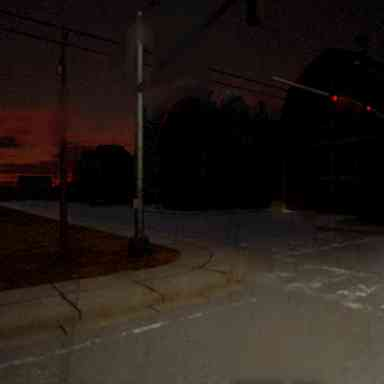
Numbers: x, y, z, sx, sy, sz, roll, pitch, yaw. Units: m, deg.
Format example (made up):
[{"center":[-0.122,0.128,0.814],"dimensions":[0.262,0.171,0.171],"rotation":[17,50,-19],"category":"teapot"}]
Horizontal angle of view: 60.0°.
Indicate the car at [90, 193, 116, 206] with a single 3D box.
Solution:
[{"center":[-13.577,1.106,50.746],"dimensions":[3.866,1.878,1.905],"rotation":[-2,5,11],"category":"car"}]
